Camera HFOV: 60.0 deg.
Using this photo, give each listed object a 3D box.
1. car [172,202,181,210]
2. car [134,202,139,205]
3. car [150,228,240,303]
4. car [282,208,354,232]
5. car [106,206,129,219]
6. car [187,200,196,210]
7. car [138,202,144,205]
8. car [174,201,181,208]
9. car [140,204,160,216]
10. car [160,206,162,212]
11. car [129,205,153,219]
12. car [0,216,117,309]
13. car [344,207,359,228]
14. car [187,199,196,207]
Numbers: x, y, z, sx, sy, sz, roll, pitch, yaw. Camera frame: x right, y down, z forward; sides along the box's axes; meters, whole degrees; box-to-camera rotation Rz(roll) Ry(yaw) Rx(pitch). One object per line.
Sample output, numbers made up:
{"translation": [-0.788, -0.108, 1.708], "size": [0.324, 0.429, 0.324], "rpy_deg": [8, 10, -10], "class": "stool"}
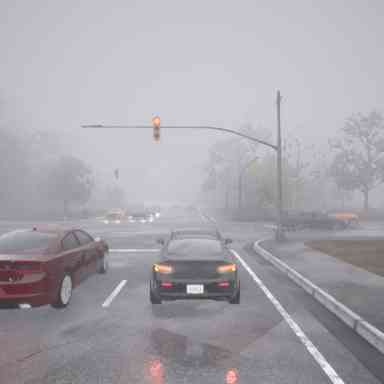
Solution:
{"translation": [-3.649, 3.350, 76.936], "size": [1.895, 1.301, 4.718], "rpy_deg": [0, 0, 0], "class": "car"}
{"translation": [-10.692, 3.101, 55.856], "size": [2.097, 1.767, 4.553], "rpy_deg": [0, -1, 0], "class": "car"}
{"translation": [0.064, 1.605, 8.225], "size": [1.812, 1.442, 4.674], "rpy_deg": [0, -1, 0], "class": "car"}
{"translation": [9.045, 2.152, 24.907], "size": [4.892, 1.490, 1.837], "rpy_deg": [0, -2, -1], "class": "car"}
{"translation": [-10.688, 3.028, 46.997], "size": [1.882, 1.535, 5.008], "rpy_deg": [0, -2, 0], "class": "car"}
{"translation": [-0.150, 3.298, 77.237], "size": [1.994, 1.385, 4.181], "rpy_deg": [0, 0, 0], "class": "car"}
{"translation": [-10.651, 3.034, 66.516], "size": [2.150, 2.045, 5.566], "rpy_deg": [0, 0, 0], "class": "car"}
{"translation": [-3.769, 3.220, 86.847], "size": [1.812, 1.442, 4.674], "rpy_deg": [0, 0, -4], "class": "car"}
{"translation": [-7.194, 3.251, 56.603], "size": [2.128, 1.511, 4.902], "rpy_deg": [0, -1, 0], "class": "car"}
{"translation": [-7.151, 3.305, 66.660], "size": [2.128, 1.511, 4.902], "rpy_deg": [0, 0, 0], "class": "car"}
{"translation": [-7.178, 3.032, 47.133], "size": [1.882, 1.535, 5.008], "rpy_deg": [0, -2, 1], "class": "car"}
{"translation": [-3.433, 1.555, 8.081], "size": [1.882, 1.535, 5.008], "rpy_deg": [0, -1, 0], "class": "car"}
{"translation": [11.754, 2.161, 28.625], "size": [4.553, 1.767, 2.097], "rpy_deg": [0, -2, -2], "class": "car"}
{"translation": [-0.261, 2.887, 86.971], "size": [2.097, 1.767, 4.553], "rpy_deg": [0, 0, -4], "class": "car"}
